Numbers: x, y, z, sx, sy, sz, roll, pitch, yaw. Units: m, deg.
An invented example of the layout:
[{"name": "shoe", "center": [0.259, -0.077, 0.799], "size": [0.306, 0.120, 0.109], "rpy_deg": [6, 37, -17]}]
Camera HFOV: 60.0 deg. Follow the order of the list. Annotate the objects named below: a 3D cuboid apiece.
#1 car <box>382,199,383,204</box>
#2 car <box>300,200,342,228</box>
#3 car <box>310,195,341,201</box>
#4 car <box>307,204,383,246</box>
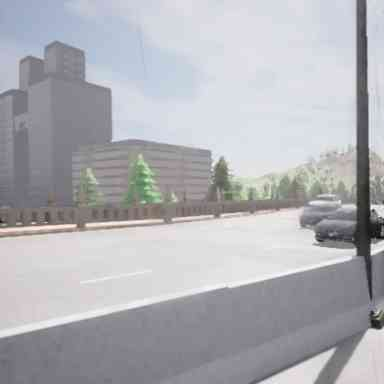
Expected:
[{"name": "car", "center": [37.805, 1.685, 63.827], "size": [2.033, 1.411, 5.357], "rpy_deg": [-1, -2, 38]}, {"name": "car", "center": [8.775, 1.540, 21.971], "size": [1.837, 1.490, 4.892], "rpy_deg": [0, 0, 41]}, {"name": "car", "center": [13.170, 1.282, 32.848], "size": [2.150, 2.045, 5.566], "rpy_deg": [-1, -1, 38]}, {"name": "car", "center": [7.420, 1.519, 15.402], "size": [1.837, 1.490, 4.892], "rpy_deg": [0, 0, 45]}]
